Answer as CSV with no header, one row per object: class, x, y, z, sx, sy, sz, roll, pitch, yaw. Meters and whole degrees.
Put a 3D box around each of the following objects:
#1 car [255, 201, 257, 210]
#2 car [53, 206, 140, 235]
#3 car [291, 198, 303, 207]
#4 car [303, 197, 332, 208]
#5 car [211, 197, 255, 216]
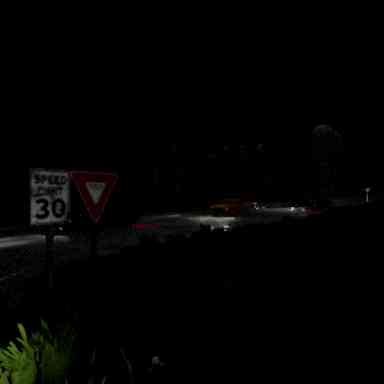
car,6.094,1.319,38.685,1.816,1.474,4.193,7,4,33
car,-5.139,1.463,18.047,1.895,1.301,4.718,0,0,36
car,15.526,1.471,46.761,1.895,1.301,4.718,0,0,36
car,15.895,1.353,41.092,2.128,1.511,4.902,0,0,36
car,3.552,1.340,30.192,1.882,1.535,5.008,0,0,36
